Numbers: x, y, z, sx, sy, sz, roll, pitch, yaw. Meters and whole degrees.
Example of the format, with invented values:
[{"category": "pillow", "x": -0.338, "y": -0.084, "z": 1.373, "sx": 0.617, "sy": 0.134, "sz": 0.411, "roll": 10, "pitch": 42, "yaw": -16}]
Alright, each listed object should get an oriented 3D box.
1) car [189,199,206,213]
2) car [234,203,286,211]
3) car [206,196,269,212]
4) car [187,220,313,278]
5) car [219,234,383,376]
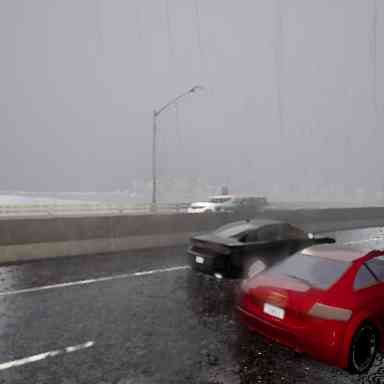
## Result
[{"category": "car", "x": 2.377, "y": 1.397, "z": 31.337, "sx": 5.566, "sy": 2.045, "sz": 2.150, "roll": 1, "pitch": -1, "yaw": -35}, {"category": "car", "x": 5.791, "y": 1.768, "z": 25.186, "sx": 4.718, "sy": 1.301, "sz": 1.895, "roll": 1, "pitch": 0, "yaw": -35}, {"category": "car", "x": 4.301, "y": 1.397, "z": 28.412, "sx": 5.566, "sy": 2.045, "sz": 2.150, "roll": 1, "pitch": -1, "yaw": -35}, {"category": "car", "x": 2.218, "y": 1.539, "z": 9.609, "sx": 5.008, "sy": 1.535, "sz": 1.882, "roll": 1, "pitch": 0, "yaw": -35}, {"category": "car", "x": 2.758, "y": 1.610, "z": 5.706, "sx": 4.181, "sy": 1.385, "sz": 1.994, "roll": 1, "pitch": 0, "yaw": -35}]
